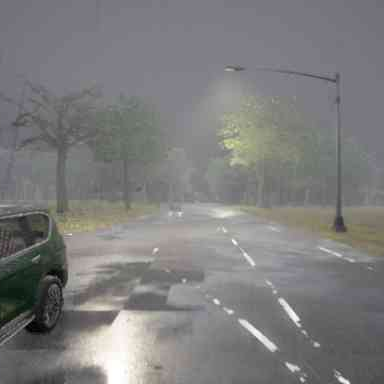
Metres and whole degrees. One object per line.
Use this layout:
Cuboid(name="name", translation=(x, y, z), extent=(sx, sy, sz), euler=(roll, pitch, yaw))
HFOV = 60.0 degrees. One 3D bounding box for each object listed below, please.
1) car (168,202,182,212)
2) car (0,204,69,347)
Cuboid(name="car", translation=(-2.630, 2.353, 52.042), extent=(1.837, 1.490, 4.892), euler=(0, -1, 1))
Cuboid(name="car", translation=(-3.395, 1.245, 4.005), extent=(2.150, 2.045, 5.566), euler=(0, 1, 1))
